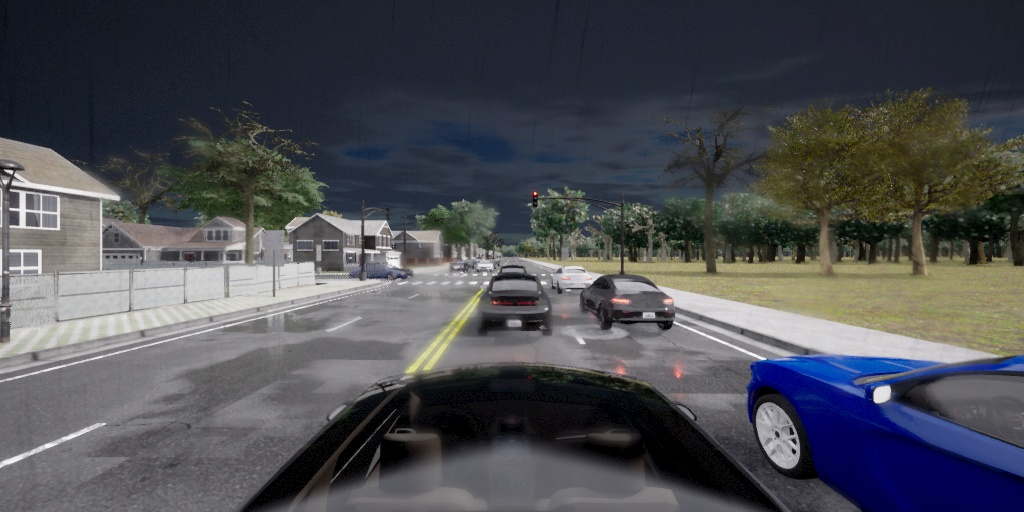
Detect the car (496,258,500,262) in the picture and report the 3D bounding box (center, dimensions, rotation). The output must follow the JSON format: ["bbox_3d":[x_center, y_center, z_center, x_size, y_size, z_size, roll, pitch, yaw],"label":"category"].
[{"bbox_3d":[-3.328,1.238,55.002,1.837,1.490,4.892,0,0,1],"label":"car"}]

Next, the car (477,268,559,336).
[{"bbox_3d":[0.084,1.255,10.370,1.837,1.490,4.892,0,0,0],"label":"car"}]

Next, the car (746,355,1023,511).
[{"bbox_3d":[3.350,1.228,1.695,1.882,1.535,5.008,0,0,0],"label":"car"}]

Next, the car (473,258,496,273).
[{"bbox_3d":[-3.339,1.268,44.642,1.812,1.442,4.674,0,0,0],"label":"car"}]

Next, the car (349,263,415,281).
[{"bbox_3d":[-10.841,1.309,29.808,5.357,1.411,2.033,0,0,16],"label":"car"}]

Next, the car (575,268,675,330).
[{"bbox_3d":[3.334,1.276,11.009,1.812,1.442,4.674,0,0,0],"label":"car"}]

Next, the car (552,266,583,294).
[{"bbox_3d":[3.313,1.276,20.114,1.812,1.442,4.674,0,0,0],"label":"car"}]

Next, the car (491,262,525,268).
[{"bbox_3d":[0.060,1.255,19.786,1.837,1.490,4.892,0,0,0],"label":"car"}]

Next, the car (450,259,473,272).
[{"bbox_3d":[-6.587,1.233,45.091,2.128,1.511,4.902,0,0,0],"label":"car"}]

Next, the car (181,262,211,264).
[{"bbox_3d":[-26.836,1.285,30.843,4.902,1.511,2.128,0,0,0],"label":"car"}]
